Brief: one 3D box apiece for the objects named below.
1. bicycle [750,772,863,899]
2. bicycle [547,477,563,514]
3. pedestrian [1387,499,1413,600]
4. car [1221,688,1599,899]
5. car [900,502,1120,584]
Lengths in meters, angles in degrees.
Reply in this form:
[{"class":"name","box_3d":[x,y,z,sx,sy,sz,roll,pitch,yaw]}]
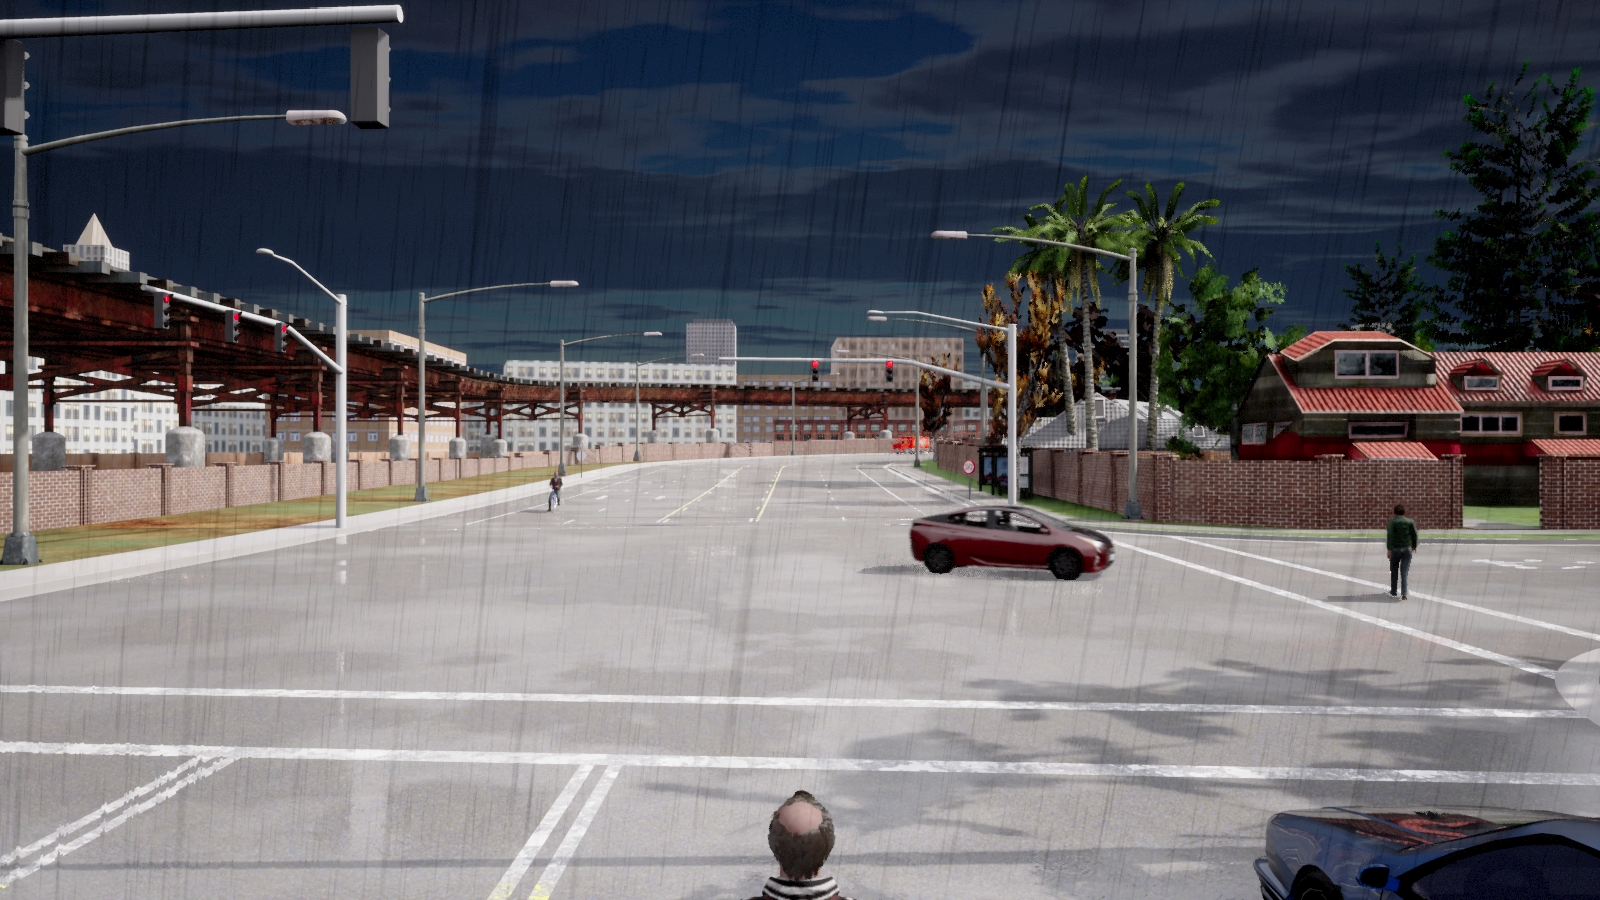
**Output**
[{"class":"bicycle","box_3d":[0.019,2.048,3.681,0.329,1.496,1.835,0,0,0]},{"class":"bicycle","box_3d":[-10.519,1.934,49.111,0.329,1.496,1.835,0,0,0]},{"class":"pedestrian","box_3d":[11.227,1.848,21.374,0.375,1.860,0.375,0,0,17]},{"class":"car","box_3d":[3.467,2.106,4.038,2.033,1.411,5.357,0,0,1]},{"class":"car","box_3d":[4.724,2.024,25.724,4.514,1.525,2.007,0,0,25]}]
